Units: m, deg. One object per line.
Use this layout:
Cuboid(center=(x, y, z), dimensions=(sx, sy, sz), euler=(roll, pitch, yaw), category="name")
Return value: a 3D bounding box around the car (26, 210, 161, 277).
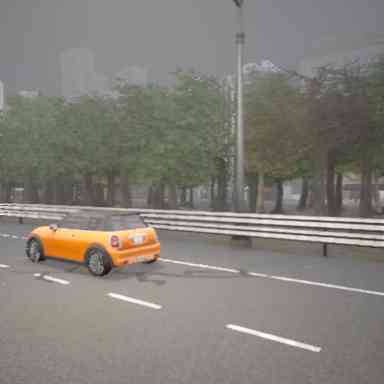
Cuboid(center=(-3.218, 1.352, 10.470), dimensions=(4.553, 1.767, 2.097), euler=(0, 0, 36), category="car")
